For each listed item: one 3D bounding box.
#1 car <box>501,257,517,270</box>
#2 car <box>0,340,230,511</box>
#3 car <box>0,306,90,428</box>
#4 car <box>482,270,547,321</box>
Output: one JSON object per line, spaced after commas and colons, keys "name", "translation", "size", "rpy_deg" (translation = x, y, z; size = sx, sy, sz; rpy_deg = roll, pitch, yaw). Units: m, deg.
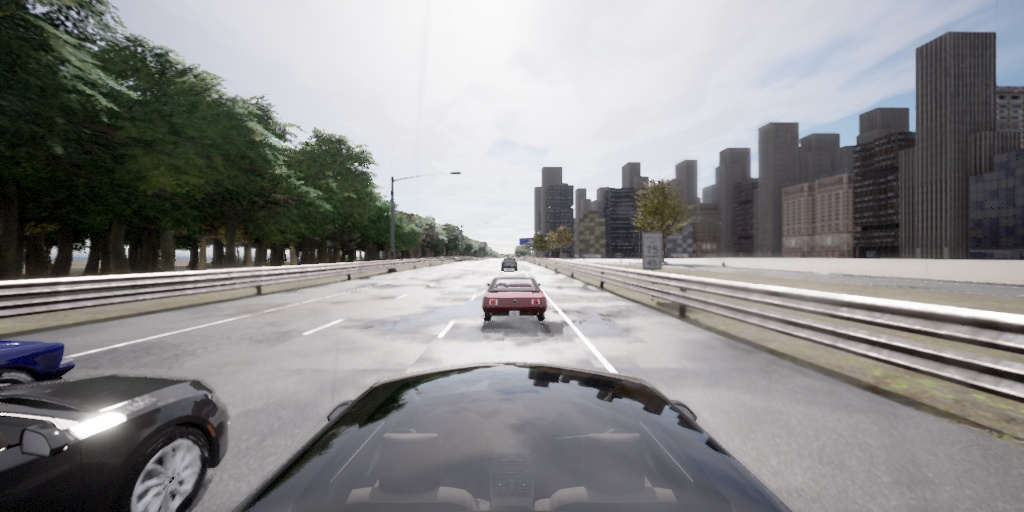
{"name": "car", "translation": [-0.337, 0.940, 44.501], "size": [2.033, 1.649, 4.856], "rpy_deg": [0, 0, -1]}
{"name": "car", "translation": [-3.404, 1.255, 1.151], "size": [1.837, 1.490, 4.892], "rpy_deg": [0, 0, 0]}
{"name": "car", "translation": [-6.904, 1.351, 2.702], "size": [1.895, 1.301, 4.718], "rpy_deg": [0, 0, 0]}
{"name": "car", "translation": [0.063, 1.335, 12.418], "size": [1.895, 1.301, 4.718], "rpy_deg": [0, 0, 0]}
